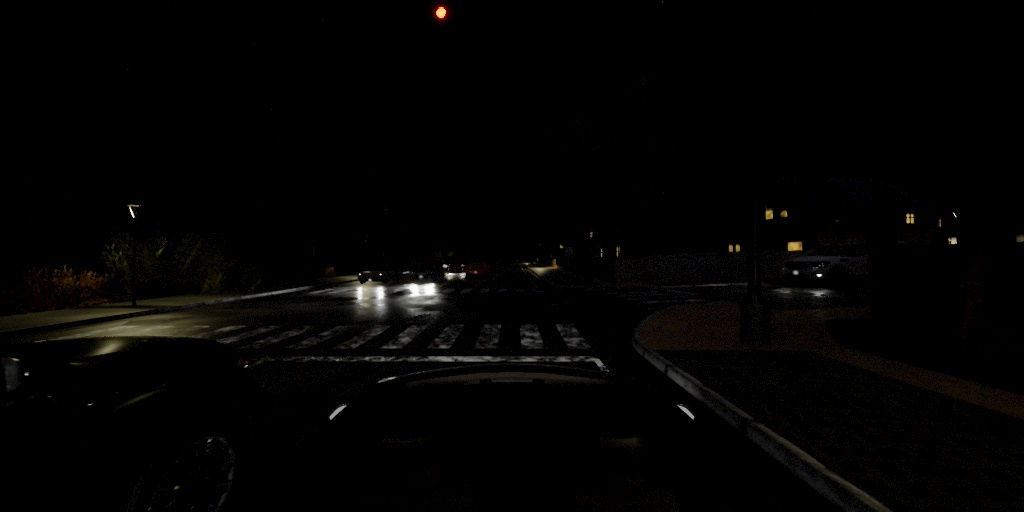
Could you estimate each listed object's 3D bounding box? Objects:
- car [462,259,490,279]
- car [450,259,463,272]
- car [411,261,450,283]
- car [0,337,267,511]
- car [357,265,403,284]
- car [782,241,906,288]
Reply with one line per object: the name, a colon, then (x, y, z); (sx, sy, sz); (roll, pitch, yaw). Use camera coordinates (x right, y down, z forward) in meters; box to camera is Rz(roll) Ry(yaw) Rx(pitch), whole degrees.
car: (-3.148, 1.245, 33.508); (1.882, 1.535, 5.008); (0, 0, 0)
car: (-6.591, 1.130, 43.837); (2.097, 1.767, 4.553); (0, 0, 0)
car: (-6.596, 1.255, 28.446); (2.128, 1.511, 4.902); (0, 0, 0)
car: (-3.151, 0.970, 0.634); (2.150, 2.045, 5.566); (0, 0, 0)
car: (-9.848, 1.363, 27.070); (1.895, 1.301, 4.718); (0, 0, 0)
car: (16.094, 0.348, 17.200); (5.566, 2.045, 2.150); (-2, -1, -7)
